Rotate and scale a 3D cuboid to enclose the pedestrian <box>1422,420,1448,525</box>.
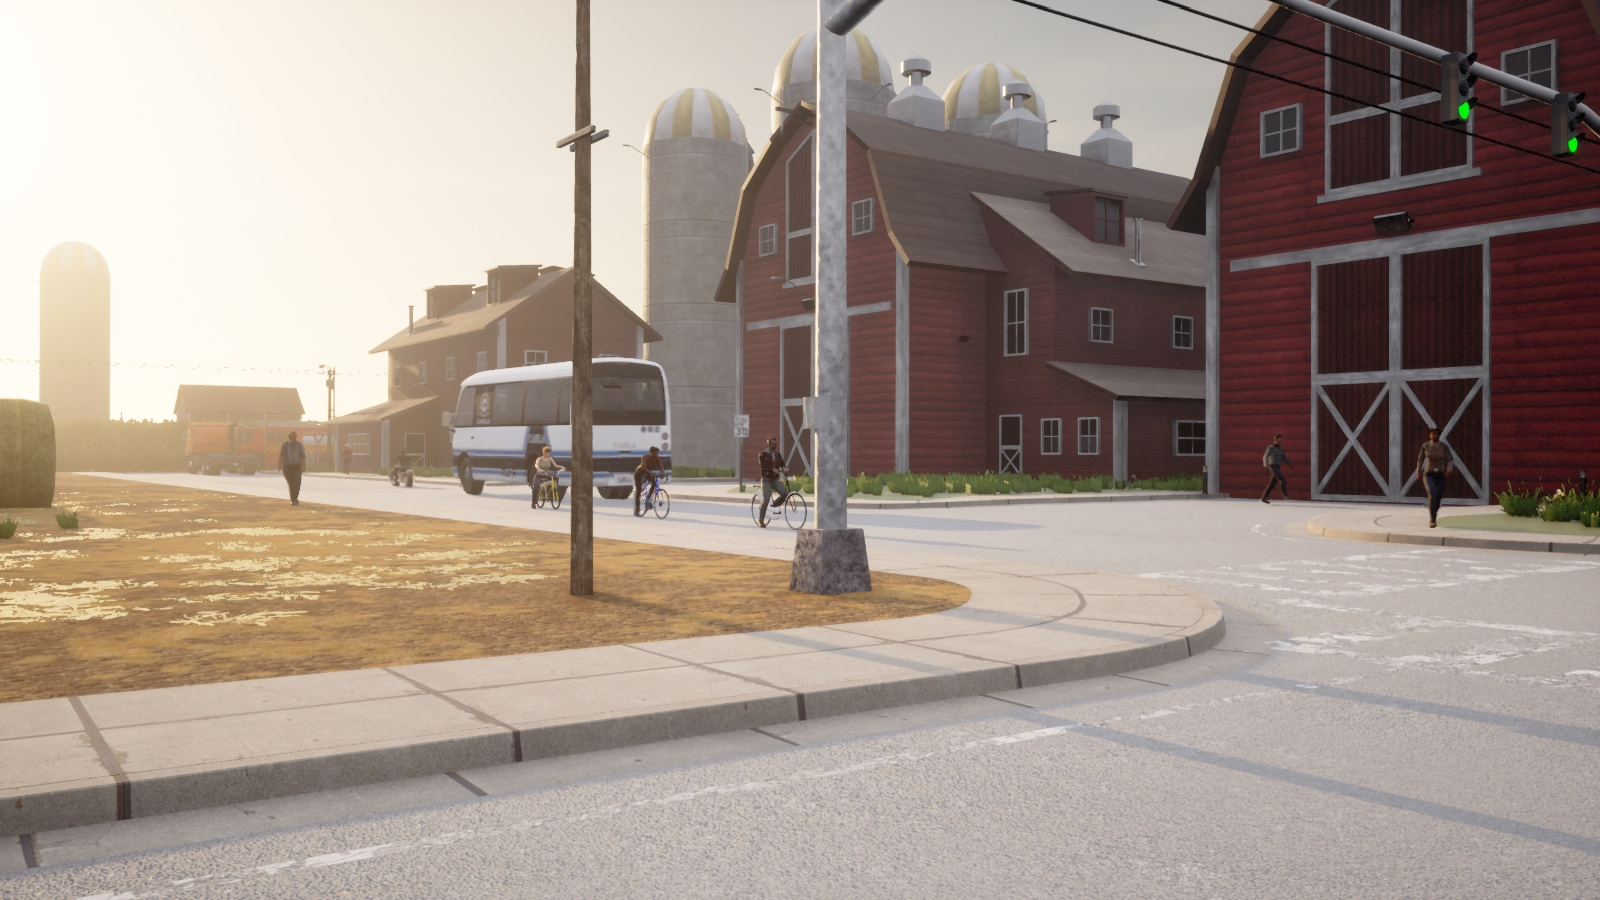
[{"bbox_3d":[11.212,0.389,22.184,0.328,1.805,0.869,0,0,21],"label":"pedestrian"}]

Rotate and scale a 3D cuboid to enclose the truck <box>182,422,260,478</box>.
[{"bbox_3d":[-37.416,0.014,81.048,2.891,3.462,7.936,0,0,-37],"label":"truck"}]

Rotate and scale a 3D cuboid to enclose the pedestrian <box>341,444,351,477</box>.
[{"bbox_3d":[-25.969,0.611,71.829,0.331,1.846,0.636,0,0,-37],"label":"pedestrian"}]

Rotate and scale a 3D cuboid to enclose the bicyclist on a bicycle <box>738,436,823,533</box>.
[{"bbox_3d":[-0.399,0.641,24.027,0.659,1.776,1.843,-1,0,-36],"label":"bicyclist on a bicycle"}]

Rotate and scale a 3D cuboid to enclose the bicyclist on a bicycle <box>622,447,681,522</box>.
[{"bbox_3d":[-3.330,0.746,28.081,0.582,1.620,1.656,0,0,-36],"label":"bicyclist on a bicycle"}]

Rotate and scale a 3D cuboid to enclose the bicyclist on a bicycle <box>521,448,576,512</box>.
[{"bbox_3d":[-6.515,0.748,32.483,0.866,1.612,1.509,0,0,-36],"label":"bicyclist on a bicycle"}]

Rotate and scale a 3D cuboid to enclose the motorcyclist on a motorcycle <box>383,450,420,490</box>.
[{"bbox_3d":[-16.678,0.834,52.499,0.766,1.649,2.350,0,0,-36],"label":"motorcyclist on a motorcycle"}]

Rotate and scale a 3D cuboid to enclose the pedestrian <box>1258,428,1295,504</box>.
[{"bbox_3d":[12.346,0.413,32.513,0.423,1.949,0.788,0,0,-35],"label":"pedestrian"}]

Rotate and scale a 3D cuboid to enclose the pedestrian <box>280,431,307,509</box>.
[{"bbox_3d":[-12.170,0.472,30.190,0.540,1.848,0.694,0,0,-27],"label":"pedestrian"}]

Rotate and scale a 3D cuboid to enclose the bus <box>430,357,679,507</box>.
[{"bbox_3d":[-8.290,-0.562,40.903,3.944,4.253,10.273,-1,1,-36],"label":"bus"}]
